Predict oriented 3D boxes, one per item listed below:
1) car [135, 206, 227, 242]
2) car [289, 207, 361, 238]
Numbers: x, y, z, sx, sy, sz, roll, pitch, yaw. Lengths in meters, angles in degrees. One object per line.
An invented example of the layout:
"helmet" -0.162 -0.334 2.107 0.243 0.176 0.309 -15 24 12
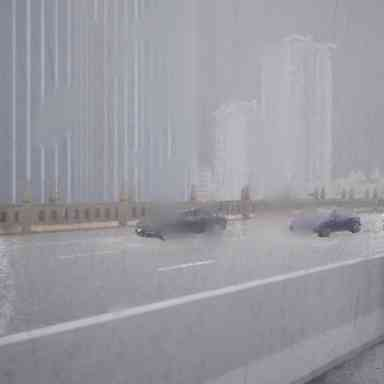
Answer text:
"car" -0.435 1.505 16.577 4.892 1.490 1.837 0 0 -35
"car" 7.197 1.526 17.719 4.674 1.442 1.812 0 0 -35
